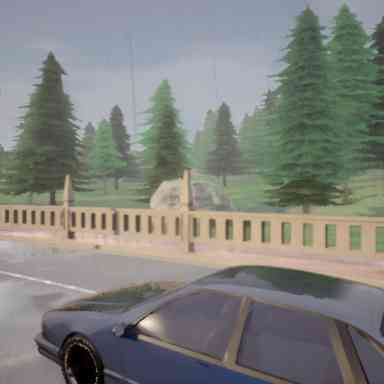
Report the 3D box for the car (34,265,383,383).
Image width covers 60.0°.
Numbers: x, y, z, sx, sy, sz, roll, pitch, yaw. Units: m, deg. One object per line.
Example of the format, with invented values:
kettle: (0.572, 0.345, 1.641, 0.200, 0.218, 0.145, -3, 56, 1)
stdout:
car: (0.664, 1.532, 3.386, 5.357, 1.411, 2.033, 0, 0, 34)
